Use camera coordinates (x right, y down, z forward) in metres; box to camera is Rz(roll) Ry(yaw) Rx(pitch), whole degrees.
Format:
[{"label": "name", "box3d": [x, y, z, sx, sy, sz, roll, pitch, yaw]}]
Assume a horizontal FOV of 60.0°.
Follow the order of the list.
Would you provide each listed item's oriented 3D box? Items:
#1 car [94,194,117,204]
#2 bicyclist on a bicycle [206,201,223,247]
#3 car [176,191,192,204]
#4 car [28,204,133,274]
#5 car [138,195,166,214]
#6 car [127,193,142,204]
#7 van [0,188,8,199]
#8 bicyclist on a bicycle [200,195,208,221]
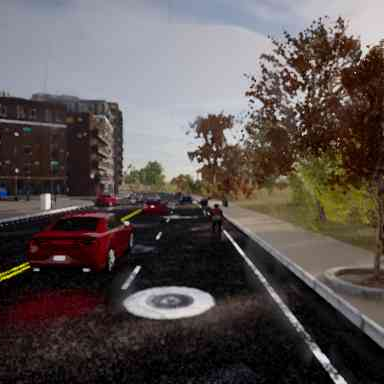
[{"label": "car", "box3d": [-10.417, 0.972, 40.210, 1.882, 1.535, 5.008, 0, 0, -2]}, {"label": "bicyclist on a bicycle", "box3d": [0.973, 1.291, 13.070, 0.582, 1.620, 1.656, 0, 0, 0]}, {"label": "car", "box3d": [-0.935, 0.940, 48.398, 2.033, 1.411, 5.357, 0, 1, -3]}, {"label": "car", "box3d": [-3.065, 1.349, 10.163, 1.882, 1.535, 5.008, 0, 1, 0]}, {"label": "car", "box3d": [-3.384, 1.190, 29.956, 1.994, 1.385, 4.181, 0, 1, -2]}, {"label": "car", "box3d": [-7.305, 0.945, 43.526, 2.128, 1.511, 4.902, 0, 1, -2]}, {"label": "van", "box3d": [-32.385, 0.198, 54.543, 3.998, 1.788, 1.690, 1, 0, -32]}, {"label": "bicyclist on a bicycle", "box3d": [0.844, 1.086, 23.000, 0.659, 1.776, 1.843, 0, 1, -1]}]
